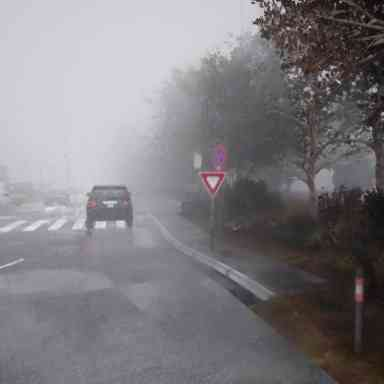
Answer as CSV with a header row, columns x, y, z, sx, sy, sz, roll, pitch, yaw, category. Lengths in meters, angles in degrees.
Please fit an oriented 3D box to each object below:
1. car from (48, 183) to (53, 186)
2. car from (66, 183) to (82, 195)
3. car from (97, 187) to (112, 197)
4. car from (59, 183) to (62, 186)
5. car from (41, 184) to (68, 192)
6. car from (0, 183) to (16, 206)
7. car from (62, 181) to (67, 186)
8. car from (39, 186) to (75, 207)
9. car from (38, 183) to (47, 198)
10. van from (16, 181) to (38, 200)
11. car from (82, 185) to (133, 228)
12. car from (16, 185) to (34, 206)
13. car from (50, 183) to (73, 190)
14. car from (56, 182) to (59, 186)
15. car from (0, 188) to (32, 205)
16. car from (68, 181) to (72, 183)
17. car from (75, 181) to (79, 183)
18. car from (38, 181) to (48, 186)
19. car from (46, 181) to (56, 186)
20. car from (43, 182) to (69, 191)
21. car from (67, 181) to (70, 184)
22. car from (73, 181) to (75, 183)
x,y,z,sx,sy,sz,roll,pitch,yaw,category
-21.166,-0.033,43.205,4.674,1.452,2.002,-2,3,-35,car
-17.628,-0.253,50.575,1.994,1.385,4.181,0,2,-15,car
-11.990,-0.034,45.647,1.895,1.301,4.718,0,2,-15,car
-23.513,-0.361,51.912,4.792,1.488,2.163,-2,2,-35,car
-27.471,-0.859,66.366,4.674,1.452,2.002,-2,3,-35,car
-15.602,0.426,22.908,5.566,2.045,2.435,-2,3,-35,car
-24.303,-0.745,54.794,5.566,2.045,2.435,-2,2,-35,car
-12.133,0.475,30.257,2.033,1.411,5.357,0,2,-15,car
-19.571,0.140,37.411,5.008,1.535,2.097,-2,3,-35,car
-18.880,0.026,34.437,4.442,1.987,1.878,-2,3,-35,van
-4.364,0.624,17.625,2.150,2.045,5.566,0,2,-14,car
-17.037,0.452,28.837,5.366,1.575,1.946,-2,3,-35,car
-30.643,-1.251,77.942,4.674,1.452,2.002,-2,2,-35,car
-22.716,-0.411,49.001,4.553,1.767,2.185,-2,3,-35,car
-17.993,0.394,31.625,4.674,1.452,2.002,-2,3,-35,car
-26.682,-1.051,63.486,5.566,2.045,2.435,-3,2,-35,car
-33.038,-1.577,86.612,4.892,1.521,2.231,-2,2,-35,car
-20.404,-0.092,40.290,4.553,1.767,2.185,-2,3,-35,car
-21.927,-0.306,46.108,4.553,1.767,2.185,-2,3,-35,car
-28.294,-1.123,69.240,4.553,1.767,2.185,-2,2,-35,car
-25.748,-0.707,60.686,5.366,1.575,1.946,-2,2,-35,car
-29.823,-1.166,75.066,4.792,1.488,2.163,-2,2,-35,car
